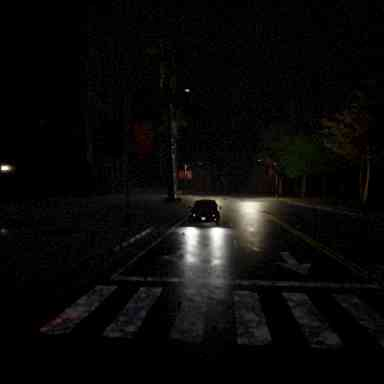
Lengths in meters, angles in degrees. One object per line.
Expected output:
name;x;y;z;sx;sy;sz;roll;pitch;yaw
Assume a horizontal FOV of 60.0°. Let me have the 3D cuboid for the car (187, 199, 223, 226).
car;0.875;1.240;21.318;1.837;1.490;4.892;1;0;5
